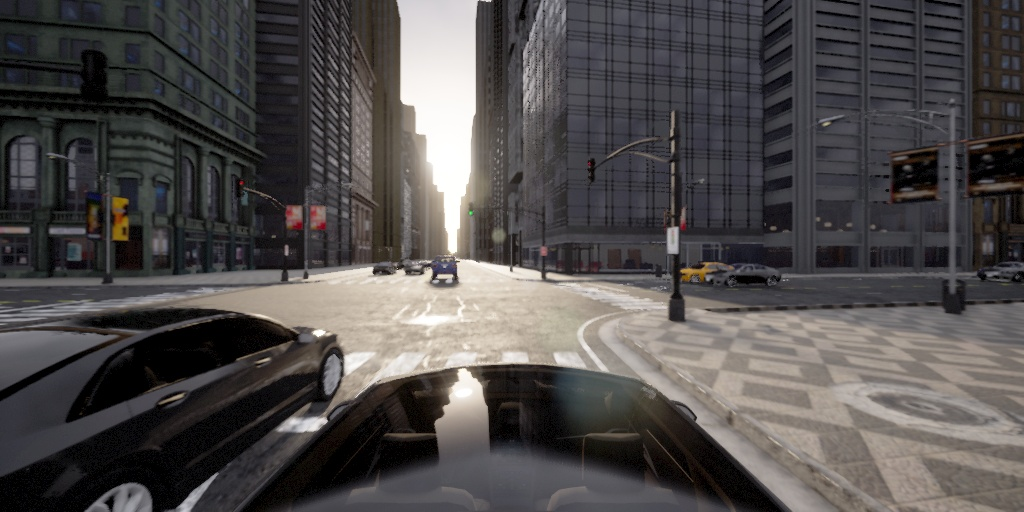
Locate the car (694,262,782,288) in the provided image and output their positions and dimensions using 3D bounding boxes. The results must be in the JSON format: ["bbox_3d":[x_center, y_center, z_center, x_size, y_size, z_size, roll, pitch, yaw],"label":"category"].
[{"bbox_3d":[15.001,1.242,23.457,4.902,1.511,2.128,0,0,-9],"label":"car"}]

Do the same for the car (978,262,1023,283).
[{"bbox_3d":[38.385,1.226,27.347,4.902,1.511,2.128,0,0,-9],"label":"car"}]

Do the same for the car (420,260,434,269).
[{"bbox_3d":[-13.588,1.395,57.679,1.895,1.301,4.718,0,0,-9],"label":"car"}]

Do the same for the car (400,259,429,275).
[{"bbox_3d":[-10.758,1.321,40.046,2.033,1.411,5.357,0,0,-9],"label":"car"}]

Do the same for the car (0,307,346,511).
[{"bbox_3d":[-3.319,1.255,3.443,1.837,1.490,4.892,0,0,-3],"label":"car"}]

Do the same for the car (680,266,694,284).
[{"bbox_3d":[14.444,1.233,26.658,5.008,1.535,1.882,0,0,-9],"label":"car"}]

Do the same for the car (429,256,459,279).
[{"bbox_3d":[-6.059,0.988,32.617,2.150,2.045,5.566,0,0,-9],"label":"car"}]

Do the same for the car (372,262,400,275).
[{"bbox_3d":[-13.968,1.320,39.536,2.033,1.411,5.357,0,0,-9],"label":"car"}]

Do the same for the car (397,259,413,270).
[{"bbox_3d":[-16.595,1.295,55.843,1.837,1.490,4.892,0,0,-9],"label":"car"}]
